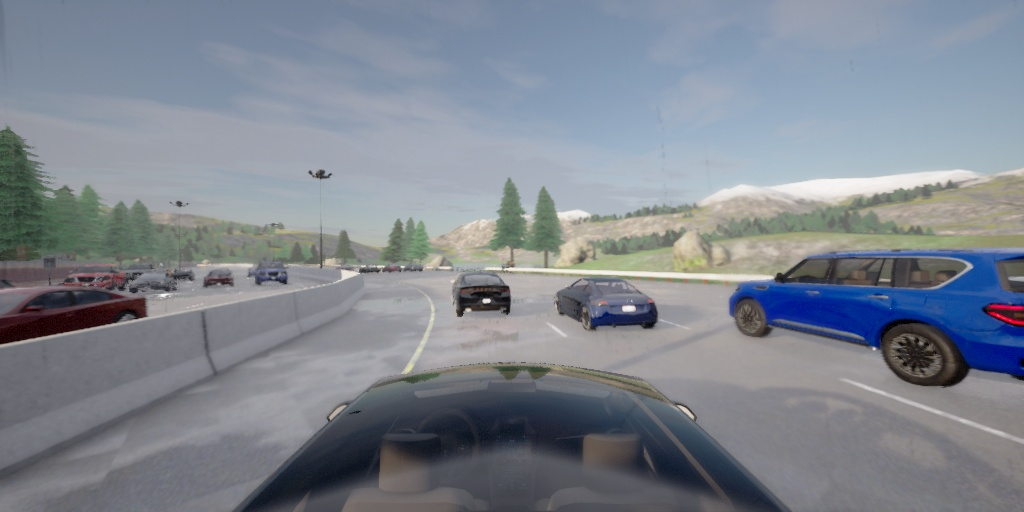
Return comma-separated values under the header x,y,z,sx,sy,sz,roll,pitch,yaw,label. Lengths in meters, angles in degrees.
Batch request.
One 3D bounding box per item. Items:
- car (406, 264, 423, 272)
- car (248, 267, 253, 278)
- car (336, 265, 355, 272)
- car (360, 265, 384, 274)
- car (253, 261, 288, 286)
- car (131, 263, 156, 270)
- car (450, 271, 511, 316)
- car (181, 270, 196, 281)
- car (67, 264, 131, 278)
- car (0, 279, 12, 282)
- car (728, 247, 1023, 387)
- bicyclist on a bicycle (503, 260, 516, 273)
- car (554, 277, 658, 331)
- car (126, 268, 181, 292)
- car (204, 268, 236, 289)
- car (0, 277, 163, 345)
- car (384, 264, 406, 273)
x,y,z,sx,sy,sz,roll,pitch,yaw,label
-16.436,1.947,59.603,1.994,1.385,4.181,-1,0,-39,car
-34.095,2.114,48.021,1.812,1.442,4.674,-1,-1,-38,car
-24.640,1.997,53.050,1.812,1.442,4.674,-1,0,-39,car
-21.923,2.043,55.257,1.895,1.301,4.718,-1,0,-39,car
-21.369,1.508,31.865,2.150,2.045,5.566,0,-1,-37,car
-40.810,1.855,39.551,2.150,2.045,5.566,-1,0,-38,car
-1.347,1.331,14.122,1.882,1.535,5.008,0,0,-12,car
-36.594,2.178,39.875,1.895,1.301,4.718,-1,0,-38,car
-30.250,1.613,26.219,2.150,2.045,5.566,0,-1,-38,car
-14.704,1.383,8.596,2.097,1.767,4.553,-1,0,-10,car
6.864,0.900,6.940,2.150,2.045,5.566,0,0,-5,car
-0.024,1.381,47.238,1.656,1.620,0.582,26,-15,-35,bicyclist on a bicycle
2.700,1.334,11.189,1.994,1.385,4.181,-1,0,-9,car
-25.518,1.838,25.668,1.812,1.442,4.674,-1,-1,-36,car
-23.990,1.914,29.530,1.895,1.301,4.718,-1,0,-37,car
-11.052,1.447,8.068,1.882,1.535,5.008,0,0,-8,car
-19.171,1.938,57.419,1.812,1.442,4.674,-1,0,-39,car
